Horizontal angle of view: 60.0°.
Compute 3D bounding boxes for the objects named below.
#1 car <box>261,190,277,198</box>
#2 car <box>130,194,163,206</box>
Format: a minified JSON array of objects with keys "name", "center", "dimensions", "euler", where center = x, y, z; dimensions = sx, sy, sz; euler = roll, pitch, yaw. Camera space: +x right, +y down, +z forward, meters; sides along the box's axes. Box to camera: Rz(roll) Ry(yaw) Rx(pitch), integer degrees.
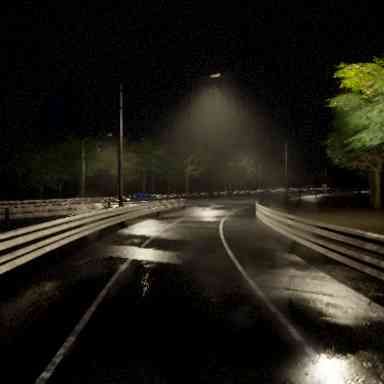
[{"name":"car","center":[17.786,0.382,76.466],"dimensions":[2.097,1.767,4.553],"euler":[0,2,39]},{"name":"car","center":[-6.268,1.217,46.999],"dimensions":[2.150,2.045,5.566],"euler":[0,1,39]}]
